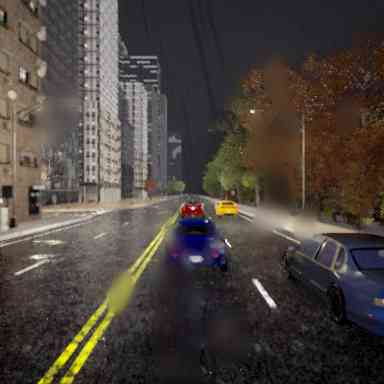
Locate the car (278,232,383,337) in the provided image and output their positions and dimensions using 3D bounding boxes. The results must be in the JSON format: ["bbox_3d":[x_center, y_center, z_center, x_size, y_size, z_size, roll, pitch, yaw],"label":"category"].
[{"bbox_3d":[3.347,1.576,7.038,2.033,1.411,5.357,0,0,0],"label":"car"}]

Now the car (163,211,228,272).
[{"bbox_3d":[0.099,1.569,10.872,1.812,1.442,4.674,0,0,0],"label":"car"}]

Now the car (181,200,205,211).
[{"bbox_3d":[0.091,1.480,30.606,2.097,1.767,4.553,0,0,0],"label":"car"}]

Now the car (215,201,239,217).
[{"bbox_3d":[3.345,1.610,32.469,1.882,1.535,5.008,0,0,0],"label":"car"}]
